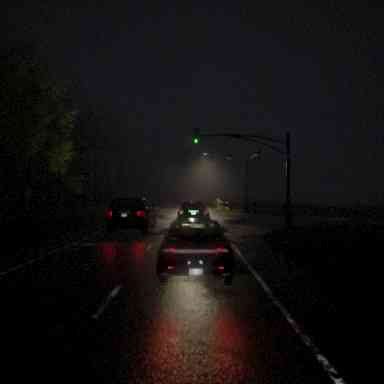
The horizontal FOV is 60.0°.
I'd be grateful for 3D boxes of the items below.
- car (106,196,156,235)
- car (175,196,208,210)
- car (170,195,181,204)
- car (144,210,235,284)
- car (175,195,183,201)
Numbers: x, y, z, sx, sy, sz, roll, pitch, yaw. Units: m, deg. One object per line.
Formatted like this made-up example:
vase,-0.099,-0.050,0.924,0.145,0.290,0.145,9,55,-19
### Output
car,-3.401,1.263,19.357,2.150,2.045,5.566,0,0,0
car,0.098,1.399,23.594,2.097,1.767,4.553,0,0,0
car,-3.402,1.612,65.785,2.128,1.511,4.902,0,0,0
car,0.096,1.512,9.608,2.128,1.511,4.902,0,0,0
car,-3.503,1.689,91.880,2.128,1.511,4.902,0,0,0
